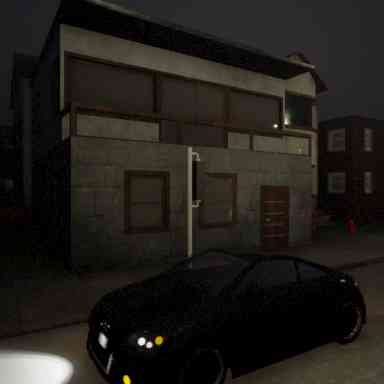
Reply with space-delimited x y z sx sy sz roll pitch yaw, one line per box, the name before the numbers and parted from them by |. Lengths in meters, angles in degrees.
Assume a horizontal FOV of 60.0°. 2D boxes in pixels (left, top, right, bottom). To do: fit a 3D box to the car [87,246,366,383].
car | 0.650 1.564 4.962 4.181 1.385 1.994 0 0 -32
